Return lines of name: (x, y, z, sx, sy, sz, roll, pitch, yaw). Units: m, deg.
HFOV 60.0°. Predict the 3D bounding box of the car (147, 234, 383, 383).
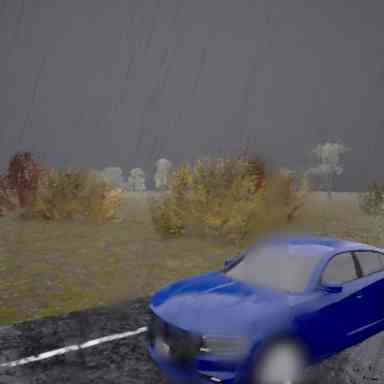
car: (1.708, 1.491, 5.206, 5.008, 1.535, 1.882, 0, 0, -35)
